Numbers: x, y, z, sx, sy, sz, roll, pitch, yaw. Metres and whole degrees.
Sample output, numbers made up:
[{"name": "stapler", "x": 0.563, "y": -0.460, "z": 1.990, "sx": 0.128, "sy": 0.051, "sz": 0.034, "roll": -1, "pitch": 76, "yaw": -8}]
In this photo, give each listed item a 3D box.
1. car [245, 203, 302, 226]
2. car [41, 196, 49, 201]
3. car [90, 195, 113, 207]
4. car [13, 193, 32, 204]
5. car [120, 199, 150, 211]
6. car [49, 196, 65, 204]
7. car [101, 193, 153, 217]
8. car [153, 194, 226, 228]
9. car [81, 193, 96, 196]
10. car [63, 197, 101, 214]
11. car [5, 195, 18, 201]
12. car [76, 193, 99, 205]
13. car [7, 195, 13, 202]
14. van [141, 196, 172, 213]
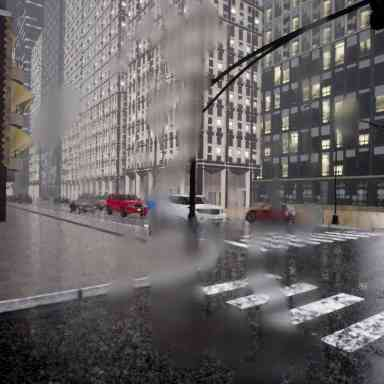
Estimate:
[{"name": "car", "x": 5.740, "y": 1.505, "z": 23.932, "sx": 1.967, "sy": 1.590, "sz": 4.097, "roll": 1, "pitch": -1, "yaw": -35}, {"name": "car", "x": -36.800, "y": 1.571, "z": 83.786, "sx": 1.802, "sy": 1.307, "sz": 4.206, "roll": 1, "pitch": -1, "yaw": -35}, {"name": "car", "x": -14.464, "y": 1.380, "z": 53.093, "sx": 2.097, "sy": 1.767, "sz": 4.553, "roll": 1, "pitch": -1, "yaw": -35}, {"name": "car", "x": -30.537, "y": 1.156, "z": 60.519, "sx": 2.192, "sy": 1.841, "sz": 5.009, "roll": 1, "pitch": -1, "yaw": -35}, {"name": "car", "x": -7.351, "y": 1.585, "z": 42.348, "sx": 2.008, "sy": 1.369, "sz": 4.403, "roll": 1, "pitch": -1, "yaw": -35}, {"name": "car", "x": -24.195, "y": 1.505, "z": 61.610, "sx": 2.033, "sy": 1.411, "sz": 5.357, "roll": 1, "pitch": -1, "yaw": -38}, {"name": "car", "x": -6.115, "y": 1.155, "z": 30.621, "sx": 2.150, "sy": 2.045, "sz": 5.566, "roll": 1, "pitch": -1, "yaw": -35}, {"name": "car", "x": -0.139, "y": 1.170, "z": 22.215, "sx": 2.150, "sy": 2.045, "sz": 5.566, "roll": 1, "pitch": -1, "yaw": -35}, {"name": "car", "x": -13.993, "y": 1.326, "z": 47.229, "sx": 2.097, "sy": 1.767, "sz": 4.553, "roll": 1, "pitch": -1, "yaw": -35}, {"name": "car", "x": -10.909, "y": 1.427, "z": 32.890, "sx": 2.008, "sy": 1.369, "sz": 4.403, "roll": 1, "pitch": -1, "yaw": -35}, {"name": "car", "x": -40.357, "y": 1.379, "z": 74.329, "sx": 2.008, "sy": 1.369, "sz": 4.403, "roll": 1, "pitch": -1, "yaw": -35}, {"name": "car", "x": -18.557, "y": 1.249, "z": 58.845, "sx": 2.150, "sy": 2.045, "sz": 5.566, "roll": 1, "pitch": -1, "yaw": -35}, {"name": "car", "x": -37.085, "y": 1.397, "z": 69.725, "sx": 1.947, "sy": 1.339, "sz": 4.313, "roll": 1, "pitch": -1, "yaw": -35}, {"name": "van", "x": -4.075, "y": 1.382, "z": 37.746, "sx": 1.690, "sy": 1.788, "sz": 3.998, "roll": 1, "pitch": -1, "yaw": -35}]
